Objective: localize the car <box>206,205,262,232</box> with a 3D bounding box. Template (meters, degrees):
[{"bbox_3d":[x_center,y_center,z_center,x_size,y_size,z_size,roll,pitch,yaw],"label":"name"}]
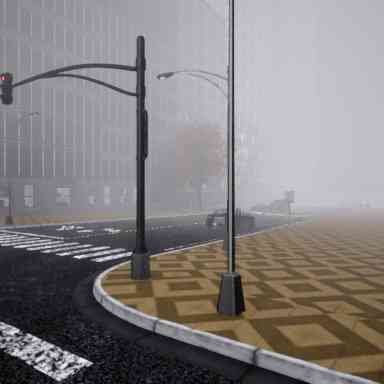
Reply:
[{"bbox_3d":[2.813,1.895,23.301,2.128,1.511,4.902,0,-1,33],"label":"car"}]

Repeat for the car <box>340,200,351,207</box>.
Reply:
[{"bbox_3d":[39.557,3.205,86.110,2.033,1.411,5.357,0,-1,33],"label":"car"}]

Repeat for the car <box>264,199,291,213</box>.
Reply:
[{"bbox_3d":[13.788,2.158,52.244,2.150,2.045,5.566,0,-1,33],"label":"car"}]

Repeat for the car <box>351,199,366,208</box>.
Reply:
[{"bbox_3d":[42.287,3.146,84.345,1.882,1.535,5.008,0,-1,33],"label":"car"}]

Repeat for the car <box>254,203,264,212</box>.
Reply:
[{"bbox_3d":[11.072,2.497,54.029,1.994,1.385,4.181,0,-1,33],"label":"car"}]
